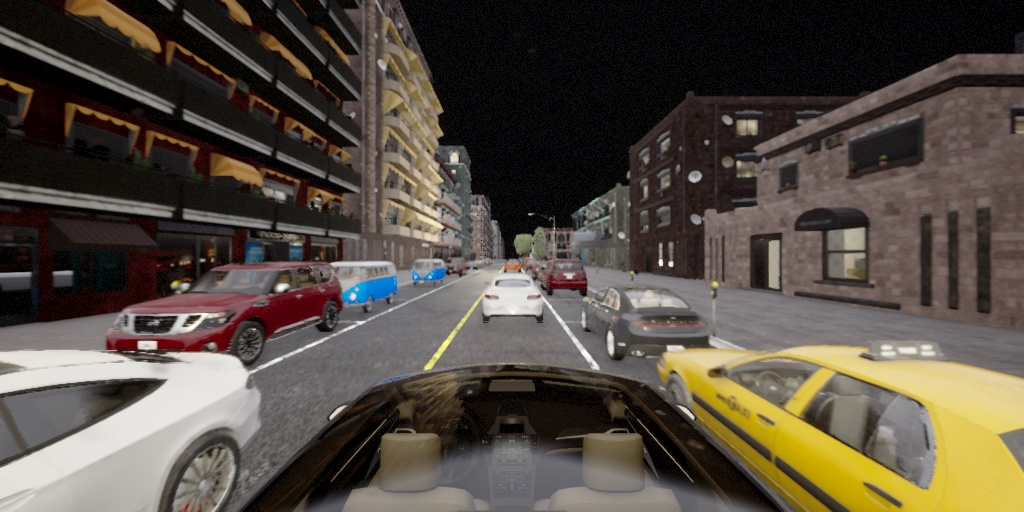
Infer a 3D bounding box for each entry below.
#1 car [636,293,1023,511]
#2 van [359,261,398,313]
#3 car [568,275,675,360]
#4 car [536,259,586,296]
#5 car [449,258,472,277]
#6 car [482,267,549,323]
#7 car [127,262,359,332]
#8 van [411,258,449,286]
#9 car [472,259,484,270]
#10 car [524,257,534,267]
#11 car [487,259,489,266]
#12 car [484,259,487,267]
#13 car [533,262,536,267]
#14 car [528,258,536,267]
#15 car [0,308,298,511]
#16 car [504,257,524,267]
[{"bbox_3d":[2.690,1.276,2.738,1.751,1.417,4.829,0,0,0],"label":"car"},{"bbox_3d":[-5.690,1.098,13.647,1.690,1.789,3.998,0,0,0],"label":"van"},{"bbox_3d":[2.690,1.303,8.107,2.007,1.370,4.403,0,0,0],"label":"car"},{"bbox_3d":[2.691,1.076,19.185,2.192,1.841,5.009,0,0,0],"label":"car"},{"bbox_3d":[-5.691,1.098,35.802,2.192,1.841,5.009,0,0,0],"label":"car"},{"bbox_3d":[0.017,1.281,12.075,1.812,1.442,4.674,0,0,0],"label":"car"},{"bbox_3d":[-5.690,1.068,8.107,2.192,1.841,5.009,0,0,0],"label":"car"},{"bbox_3d":[-5.691,1.109,24.724,1.690,1.789,3.998,0,0,0],"label":"van"},{"bbox_3d":[-5.691,1.374,52.422,1.948,1.339,4.313,0,0,0],"label":"car"},{"bbox_3d":[2.690,1.239,46.882,1.967,1.591,4.097,0,0,0],"label":"car"},{"bbox_3d":[-5.691,1.381,63.498,2.007,1.370,4.403,0,0,0],"label":"car"},{"bbox_3d":[-5.691,1.369,57.959,2.007,1.370,4.403,0,0,0],"label":"car"},{"bbox_3d":[2.690,1.293,24.894,1.751,1.417,4.829,0,0,0],"label":"car"},{"bbox_3d":[2.690,1.215,30.263,1.967,1.591,4.097,0,0,0],"label":"car"},{"bbox_3d":[-3.101,1.276,1.303,1.812,1.442,4.674,0,0,0],"label":"car"},{"bbox_3d":[0.100,1.151,46.534,2.097,1.767,4.553,0,0,0],"label":"car"}]
